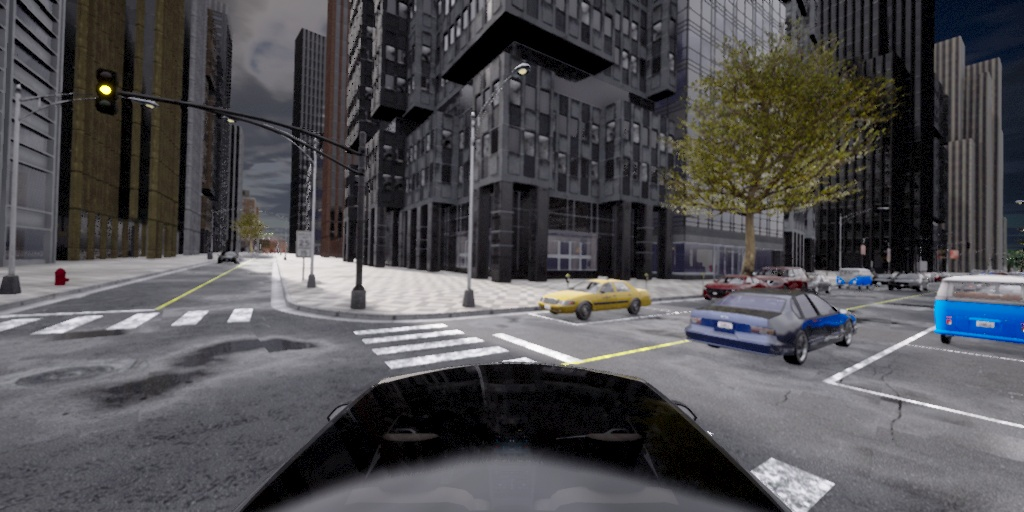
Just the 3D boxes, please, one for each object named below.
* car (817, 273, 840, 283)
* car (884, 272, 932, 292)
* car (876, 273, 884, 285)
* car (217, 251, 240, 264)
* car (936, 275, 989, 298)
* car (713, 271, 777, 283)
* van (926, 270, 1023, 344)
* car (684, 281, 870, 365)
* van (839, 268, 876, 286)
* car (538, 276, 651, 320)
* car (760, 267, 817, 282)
[{"bbox_3d":[20.890,1.941,25.239,4.403,1.370,2.007,0,0,-34],"label":"car"},{"bbox_3d":[33.872,2.210,30.617,4.892,1.490,1.837,2,-1,-34],"label":"car"},{"bbox_3d":[38.455,2.433,37.018,4.313,1.339,1.948,0,0,-34],"label":"car"},{"bbox_3d":[-34.670,0.185,43.920,1.837,1.490,4.892,2,0,-34],"label":"car"},{"bbox_3d":[33.980,2.215,26.996,5.357,1.411,2.033,2,-1,-33],"label":"car"},{"bbox_3d":[12.106,1.701,19.349,4.507,1.381,1.888,0,0,-34],"label":"car"},{"bbox_3d":[12.551,1.399,9.382,3.998,1.789,1.690,0,0,-34],"label":"van"},{"bbox_3d":[6.313,1.476,8.524,5.357,1.411,2.033,2,-1,-34],"label":"car"},{"bbox_3d":[29.672,1.969,31.128,3.998,1.789,1.690,0,0,-34],"label":"van"},{"bbox_3d":[3.176,1.449,13.368,4.829,1.417,1.751,0,0,-34],"label":"car"},{"bbox_3d":[16.498,1.588,22.294,5.009,1.841,2.192,0,0,-34],"label":"car"}]
